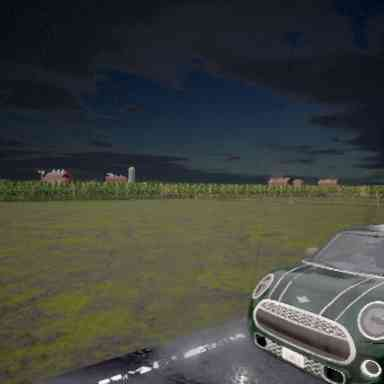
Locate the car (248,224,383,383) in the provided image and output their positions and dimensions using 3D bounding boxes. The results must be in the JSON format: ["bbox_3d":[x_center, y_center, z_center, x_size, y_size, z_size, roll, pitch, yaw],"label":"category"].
[{"bbox_3d":[3.011,1.352,5.237,4.553,1.767,2.097,0,0,-36],"label":"car"}]
